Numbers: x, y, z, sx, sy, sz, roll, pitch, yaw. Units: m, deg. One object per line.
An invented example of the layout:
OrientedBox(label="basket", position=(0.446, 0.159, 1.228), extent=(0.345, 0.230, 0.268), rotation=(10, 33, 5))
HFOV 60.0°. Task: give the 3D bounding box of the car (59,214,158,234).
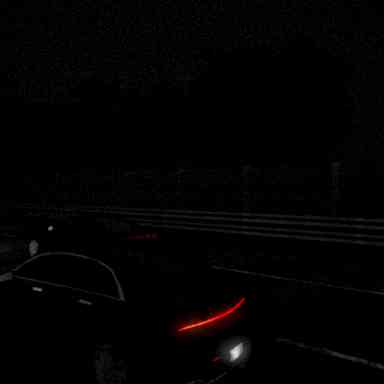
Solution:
OrientedBox(label="car", position=(-3.285, 1.446, 10.628), extent=(5.008, 1.535, 1.882), rotation=(0, 0, 35))

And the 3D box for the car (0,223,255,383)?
OrientedBox(label="car", position=(-1.482, 1.489, 5.046), extent=(4.892, 1.490, 1.837), rotation=(0, 0, 35))
